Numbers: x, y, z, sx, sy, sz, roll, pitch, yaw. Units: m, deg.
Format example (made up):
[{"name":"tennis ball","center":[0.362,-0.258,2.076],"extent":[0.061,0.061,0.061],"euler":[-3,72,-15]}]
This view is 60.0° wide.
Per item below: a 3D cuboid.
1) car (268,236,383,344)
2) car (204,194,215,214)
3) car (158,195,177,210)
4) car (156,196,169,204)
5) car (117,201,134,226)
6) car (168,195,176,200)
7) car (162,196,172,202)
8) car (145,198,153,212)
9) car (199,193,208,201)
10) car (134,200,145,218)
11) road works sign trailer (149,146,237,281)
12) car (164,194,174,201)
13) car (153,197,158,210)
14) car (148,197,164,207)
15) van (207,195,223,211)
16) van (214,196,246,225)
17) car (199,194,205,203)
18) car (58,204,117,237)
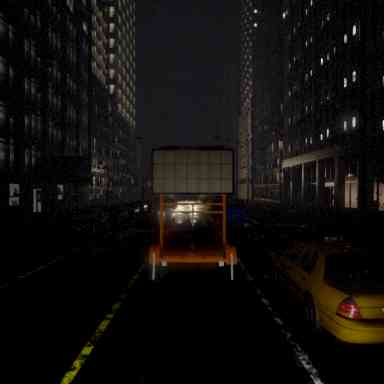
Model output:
[{"name":"car","center":[2.697,1.524,6.586],"extent":[1.752,1.417,4.829],"euler":[-1,0,0]},{"name":"car","center":[2.755,1.307,34.834],"extent":[2.192,1.841,5.009],"euler":[-1,0,0]},{"name":"car","center":[-2.910,1.495,41.686],"extent":[1.837,1.490,4.892],"euler":[0,0,0]},{"name":"car","center":[-5.562,1.535,63.270],"extent":[2.008,1.369,4.403],"euler":[-1,0,0]},{"name":"car","center":[-5.647,1.560,23.485],"extent":[1.947,1.339,4.313],"euler":[-1,0,0]},{"name":"car","center":[-5.501,1.501,91.519],"extent":[1.752,1.417,4.829],"euler":[-1,0,0]},{"name":"car","center":[-5.537,1.563,74.637],"extent":[1.802,1.307,4.206],"euler":[-1,0,0]},{"name":"car","center":[-5.624,1.543,34.852],"extent":[2.008,1.369,4.403],"euler":[-1,0,0]},{"name":"car","center":[2.865,1.293,85.987],"extent":[2.192,1.841,5.009],"euler":[-1,0,0]},{"name":"car","center":[-5.635,1.538,29.168],"extent":[1.887,1.381,4.507],"euler":[-1,0,0]},{"name":"road works sign trailer","center":[0.025,0.462,9.825],"extent":[2.380,3.560,2.880],"euler":[0,0,0]},{"name":"car","center":[-5.526,1.419,80.321],"extent":[1.967,1.590,4.097],"euler":[-1,0,0]},{"name":"car","center":[-5.610,1.572,40.536],"extent":[1.802,1.307,4.206],"euler":[-1,0,0]},{"name":"car","center":[-5.586,1.538,51.903],"extent":[2.008,1.369,4.403],"euler":[-1,0,0]},{"name":"van","center":[2.768,1.332,40.518],"extent":[1.690,1.788,3.998],"euler":[-1,0,0]},{"name":"van","center":[2.731,1.335,23.467],"extent":[1.690,1.788,3.998],"euler":[-1,0,0]},{"name":"car","center":[2.819,1.535,63.252],"extent":[2.008,1.369,4.403],"euler":[-1,0,0]},{"name":"car","center":[-5.660,1.547,17.801],"extent":[2.008,1.369,4.403],"euler":[-1,0,0]}]
